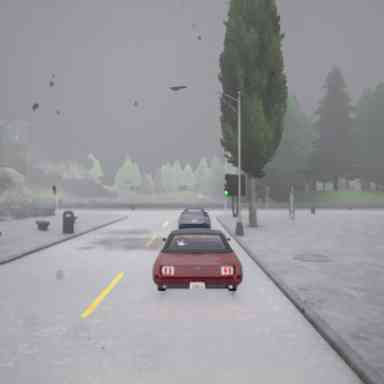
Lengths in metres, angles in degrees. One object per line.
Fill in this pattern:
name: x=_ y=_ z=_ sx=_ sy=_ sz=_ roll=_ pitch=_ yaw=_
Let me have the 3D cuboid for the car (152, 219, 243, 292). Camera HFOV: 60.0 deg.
car: x=0.126 y=1.647 z=9.036 sx=1.895 sy=1.301 sz=4.718 roll=0 pitch=0 yaw=0

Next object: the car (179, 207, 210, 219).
car: x=0.164 y=1.674 z=21.585 sx=1.994 sy=1.385 sz=4.181 roll=0 pitch=0 yaw=0
